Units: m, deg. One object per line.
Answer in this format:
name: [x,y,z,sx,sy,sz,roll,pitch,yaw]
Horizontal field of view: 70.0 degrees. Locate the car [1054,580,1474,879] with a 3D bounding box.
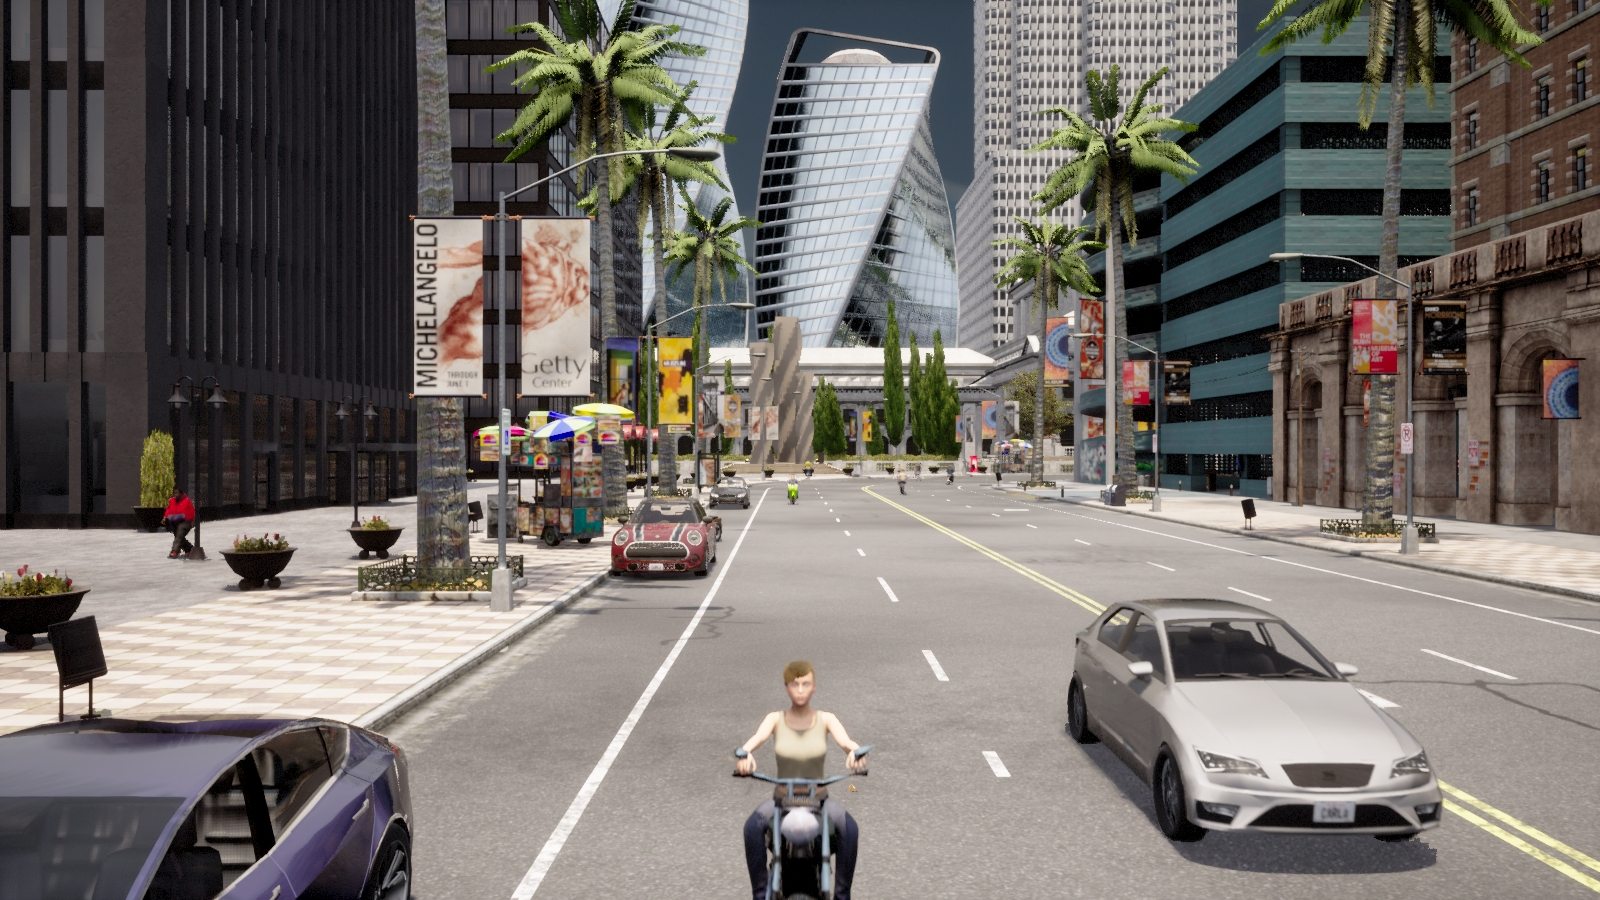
car: [3.503,2.070,9.578,1.816,1.474,4.193,0,0,0]

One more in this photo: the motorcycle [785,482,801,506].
motorcycle: [-0.354,2.236,58.376,0.803,1.145,2.033,0,0,-1]

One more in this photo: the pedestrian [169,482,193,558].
pedestrian: [-15.273,1.725,28.193,0.375,1.860,0.375,0,0,4]

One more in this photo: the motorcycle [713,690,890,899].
motorcycle: [0.006,2.173,6.106,0.764,1.277,2.356,0,0,0]
